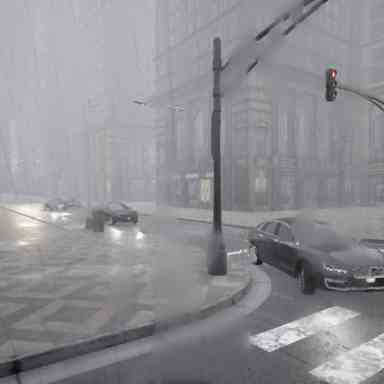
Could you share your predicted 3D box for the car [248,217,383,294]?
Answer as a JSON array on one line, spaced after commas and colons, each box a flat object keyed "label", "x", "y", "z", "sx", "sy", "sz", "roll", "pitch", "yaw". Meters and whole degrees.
[{"label": "car", "x": 3.050, "y": 1.499, "z": 8.925, "sx": 1.837, "sy": 1.490, "sz": 4.892, "roll": 1, "pitch": -1, "yaw": -11}]

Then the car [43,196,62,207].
[{"label": "car", "x": -21.957, "y": 1.446, "z": 52.133, "sx": 1.812, "sy": 1.442, "sz": 4.674, "roll": 0, "pitch": 0, "yaw": -35}]

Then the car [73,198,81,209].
[{"label": "car", "x": -16.317, "y": 1.489, "z": 44.318, "sx": 2.033, "sy": 1.411, "sz": 5.357, "roll": 0, "pitch": 0, "yaw": -35}]

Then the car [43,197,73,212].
[{"label": "car", "x": -15.561, "y": 1.452, "z": 37.867, "sx": 2.128, "sy": 1.511, "sz": 4.902, "roll": 0, "pitch": 0, "yaw": -35}]

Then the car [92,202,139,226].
[{"label": "car", "x": -5.551, "y": 1.469, "z": 23.790, "sx": 1.882, "sy": 1.535, "sz": 5.008, "roll": 0, "pitch": 0, "yaw": -35}]
